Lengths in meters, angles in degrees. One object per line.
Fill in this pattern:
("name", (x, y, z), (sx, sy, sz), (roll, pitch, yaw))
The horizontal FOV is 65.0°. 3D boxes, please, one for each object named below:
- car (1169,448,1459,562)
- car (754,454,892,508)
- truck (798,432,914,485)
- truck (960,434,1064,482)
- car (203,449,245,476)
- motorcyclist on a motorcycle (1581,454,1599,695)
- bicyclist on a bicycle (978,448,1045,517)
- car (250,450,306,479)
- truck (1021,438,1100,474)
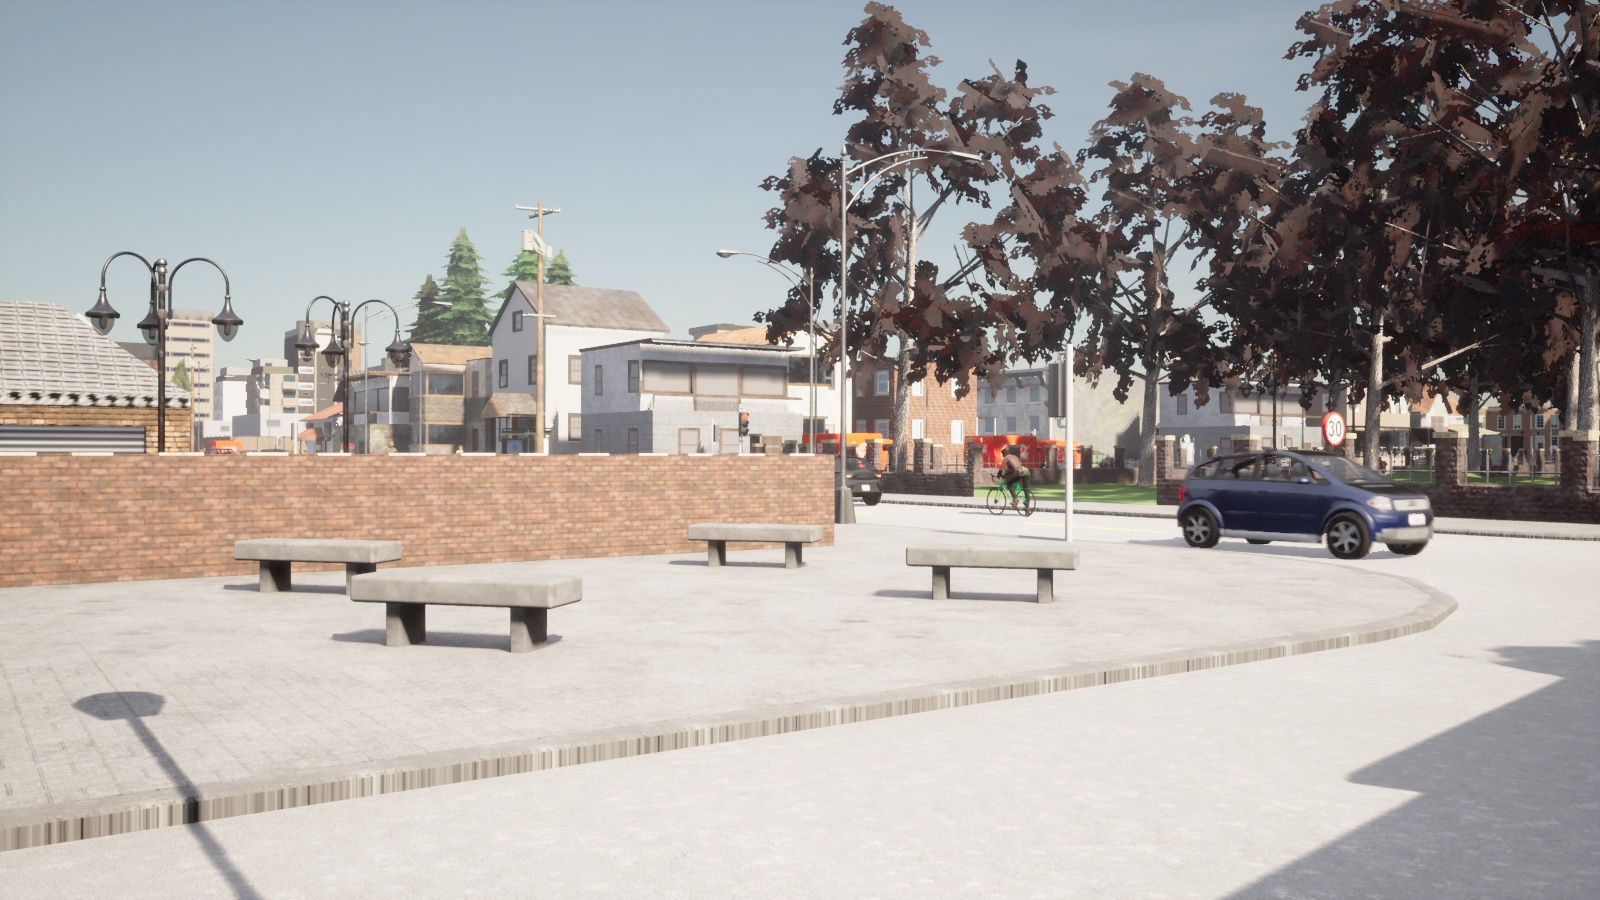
("car", (7.681, 0.754, 19.067), (1.789, 1.549, 3.705), (0, 0, -34))
("car", (0.603, 0.846, 36.427), (1.816, 1.474, 4.193), (0, 0, -36))
("truck", (2.738, 0.402, 61.153), (5.204, 2.467, 2.627), (0, 0, -39))
("truck", (11.362, 0.398, 67.218), (5.204, 2.467, 2.627), (0, 0, -38))
("car", (-40.874, 0.866, 89.074), (1.932, 1.855, 4.605), (0, 0, -35))
("motorcyclist on a motorcycle", (6.163, 0.787, 8.376), (2.191, 1.530, 0.866), (0, -1, -37))
("bicyclist on a bicycle", (5.038, 0.760, 30.000), (0.582, 1.620, 1.656), (0, 0, -35))
("car", (-31.357, 0.840, 75.362), (2.242, 1.667, 4.611), (0, 0, -35))
("truck", (18.595, 0.438, 89.852), (2.627, 2.467, 5.204), (0, 0, -35))
